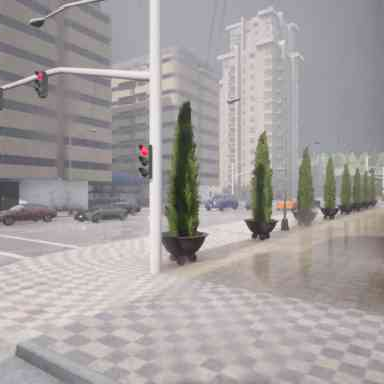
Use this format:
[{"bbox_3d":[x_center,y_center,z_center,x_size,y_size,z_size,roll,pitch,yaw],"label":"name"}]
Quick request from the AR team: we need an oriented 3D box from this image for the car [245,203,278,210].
[{"bbox_3d":[8.609,1.603,42.254,2.033,1.411,5.357,0,0,35],"label":"car"}]

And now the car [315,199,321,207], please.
[{"bbox_3d":[17.529,1.533,49.049,1.882,1.535,5.008,0,0,35],"label":"car"}]

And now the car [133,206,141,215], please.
[{"bbox_3d":[-7.167,1.656,32.060,1.895,1.301,4.718,0,0,35],"label":"car"}]

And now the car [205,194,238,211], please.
[{"bbox_3d":[3.806,1.277,41.774,2.150,2.045,5.566,0,0,35],"label":"car"}]

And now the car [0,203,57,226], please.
[{"bbox_3d":[-12.318,1.581,24.559,1.812,1.442,4.674,0,0,35],"label":"car"}]

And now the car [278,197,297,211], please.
[{"bbox_3d":[12.264,1.408,41.384,2.097,1.767,4.553,0,0,35],"label":"car"}]

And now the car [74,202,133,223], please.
[{"bbox_3d":[-7.047,1.619,26.072,1.994,1.385,4.181,0,0,35],"label":"car"}]

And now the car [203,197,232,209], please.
[{"bbox_3d":[3.720,1.560,47.781,1.837,1.490,4.892,0,0,35],"label":"car"}]
